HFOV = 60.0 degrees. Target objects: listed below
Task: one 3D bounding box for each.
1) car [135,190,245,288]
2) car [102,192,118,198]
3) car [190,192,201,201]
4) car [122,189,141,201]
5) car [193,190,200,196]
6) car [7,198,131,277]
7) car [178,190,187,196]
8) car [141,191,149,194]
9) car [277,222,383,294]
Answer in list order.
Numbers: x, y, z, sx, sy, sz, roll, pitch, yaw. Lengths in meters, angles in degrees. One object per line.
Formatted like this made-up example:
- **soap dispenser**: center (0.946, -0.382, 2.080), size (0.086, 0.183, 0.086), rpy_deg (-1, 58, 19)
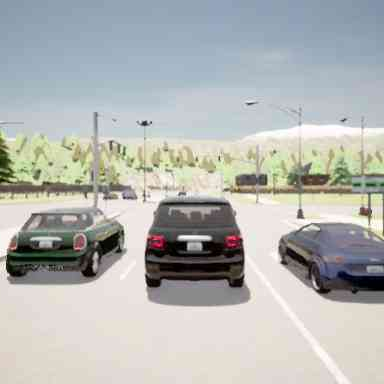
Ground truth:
- **car**: center (0.075, 1.095, 9.041), size (2.150, 2.045, 5.566), rpy_deg (0, 1, 1)
- **car**: center (-14.357, 0.758, 58.615), size (1.994, 1.385, 4.181), rpy_deg (0, 1, 1)
- **car**: center (0.684, 0.728, 57.960), size (1.812, 1.442, 4.674), rpy_deg (0, 1, 1)
- **car**: center (-10.858, 0.742, 58.550), size (2.033, 1.411, 5.357), rpy_deg (0, 1, 1)
- **car**: center (1.115, 0.164, 83.381), size (1.882, 1.535, 5.008), rpy_deg (0, 1, 1)
- **car**: center (-3.417, 1.214, 9.938), size (2.097, 1.767, 4.553), rpy_deg (0, 1, 0)
- **car**: center (-2.384, 0.210, 83.439), size (2.128, 1.511, 4.902), rpy_deg (0, 1, 1)
- **car**: center (-10.540, 0.486, 74.294), size (1.812, 1.442, 4.674), rpy_deg (0, 1, 1)
- **car**: center (3.578, 1.445, 8.500), size (1.994, 1.385, 4.181), rpy_deg (0, 1, 0)
